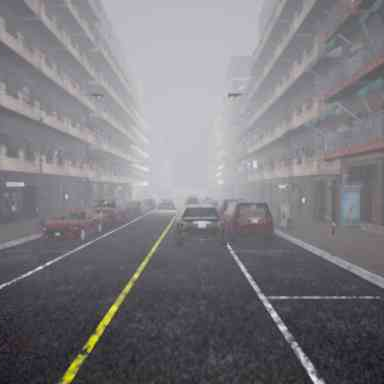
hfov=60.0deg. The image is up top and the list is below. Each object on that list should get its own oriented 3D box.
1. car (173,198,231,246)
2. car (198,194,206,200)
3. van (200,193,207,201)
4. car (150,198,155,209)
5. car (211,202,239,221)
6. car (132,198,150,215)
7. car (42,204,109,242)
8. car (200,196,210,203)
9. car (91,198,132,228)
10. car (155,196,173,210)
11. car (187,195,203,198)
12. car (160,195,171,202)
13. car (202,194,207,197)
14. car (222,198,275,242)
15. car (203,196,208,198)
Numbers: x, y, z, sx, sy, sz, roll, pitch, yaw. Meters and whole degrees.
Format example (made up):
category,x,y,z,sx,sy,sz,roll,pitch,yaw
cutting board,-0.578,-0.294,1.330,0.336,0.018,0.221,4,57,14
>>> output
category,x,y,z,sx,sy,sz,roll,pitch,yaw
car,0.284,1.345,15.318,2.097,1.767,4.553,0,0,-3
car,2.684,1.338,90.007,1.967,1.590,4.097,-1,0,0
van,2.681,1.261,78.677,1.690,1.788,3.998,-1,0,0
car,-5.699,1.534,44.633,1.947,1.339,4.313,-1,0,0
car,2.647,1.550,27.696,1.947,1.339,4.313,-1,0,0
car,-5.700,1.525,33.302,1.887,1.381,4.507,-1,0,0
car,-5.702,1.538,16.309,1.887,1.381,4.507,-1,0,0
car,2.684,1.521,67.348,1.802,1.307,4.206,-1,0,0
car,-5.705,1.305,21.972,2.192,1.841,5.009,-1,0,0
car,-3.071,1.535,41.680,1.994,1.385,4.181,0,0,0
car,0.104,1.473,42.300,1.837,1.490,4.892,0,0,0
car,-5.696,1.481,72.958,2.008,1.369,4.403,-1,0,0
car,2.684,1.520,56.018,1.947,1.339,4.313,-1,0,0
car,2.641,1.308,16.367,2.192,1.841,5.009,-1,0,0
car,2.653,1.539,39.025,1.947,1.339,4.313,-1,0,0
